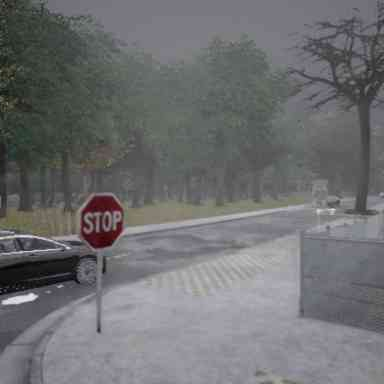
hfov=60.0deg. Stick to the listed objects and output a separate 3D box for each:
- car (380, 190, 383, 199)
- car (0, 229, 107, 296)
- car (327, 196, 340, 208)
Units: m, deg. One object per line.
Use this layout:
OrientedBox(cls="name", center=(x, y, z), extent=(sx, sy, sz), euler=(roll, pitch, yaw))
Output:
OrientedBox(cls="car", center=(43.608, 0.469, 74.655), extent=(2.150, 2.045, 5.566), euler=(1, 1, 36))
OrientedBox(cls="car", center=(-4.263, 1.638, 7.864), extent=(2.128, 1.511, 4.902), euler=(1, 0, 36))
OrientedBox(cls="car", center=(18.142, 1.231, 43.847), extent=(1.882, 1.535, 5.008), euler=(1, 2, 36))
